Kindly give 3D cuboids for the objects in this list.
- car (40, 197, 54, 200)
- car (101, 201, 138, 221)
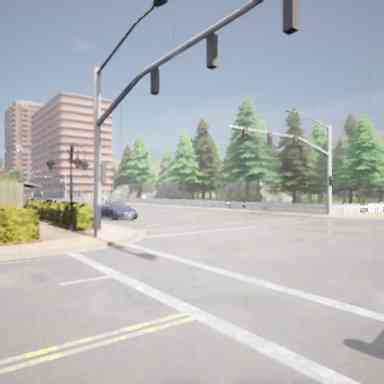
[{"bbox_3d":[-19.306,1.460,44.235,1.837,1.490,4.892,0,0,-37],"label":"car"},{"bbox_3d":[-6.034,1.478,26.568,1.812,1.442,4.674,0,0,-37],"label":"car"}]
